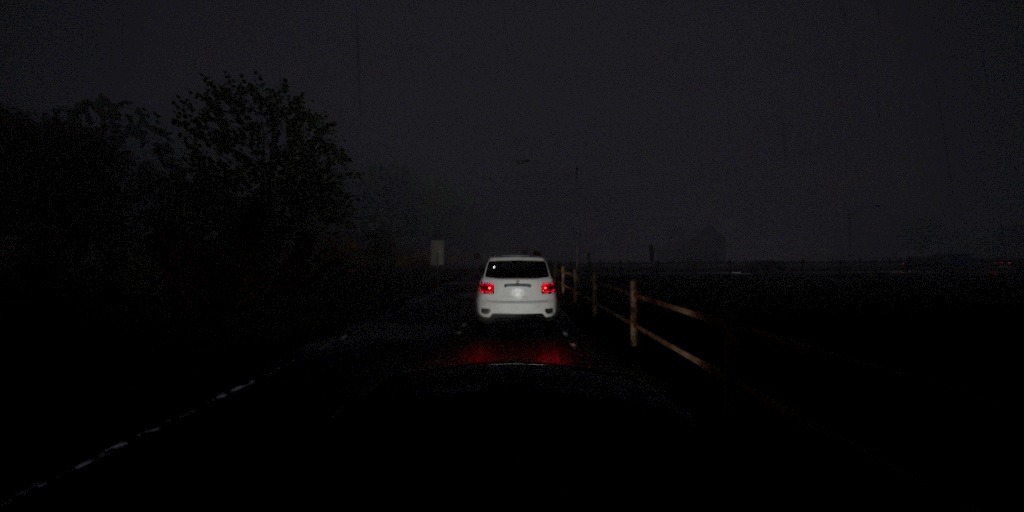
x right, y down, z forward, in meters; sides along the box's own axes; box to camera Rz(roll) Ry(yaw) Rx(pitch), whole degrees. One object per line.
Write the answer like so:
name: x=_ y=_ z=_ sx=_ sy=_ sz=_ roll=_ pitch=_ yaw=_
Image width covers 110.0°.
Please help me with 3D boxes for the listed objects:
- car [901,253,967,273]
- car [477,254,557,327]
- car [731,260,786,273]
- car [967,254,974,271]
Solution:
car: x=44.506 y=0.857 z=38.135 sx=4.553 sy=1.767 sz=2.097 roll=0 pitch=0 yaw=-1
car: x=0.100 y=0.968 z=11.600 sx=2.150 sy=2.045 sz=5.566 roll=0 pitch=0 yaw=-1
car: x=28.001 y=1.147 z=40.740 sx=5.357 sy=1.411 sz=2.033 roll=0 pitch=0 yaw=-1
car: x=49.101 y=0.710 z=41.018 sx=5.566 sy=2.045 sz=2.150 roll=0 pitch=0 yaw=-1
